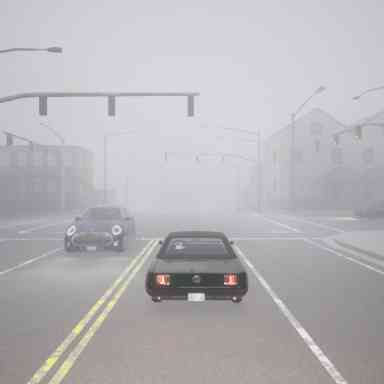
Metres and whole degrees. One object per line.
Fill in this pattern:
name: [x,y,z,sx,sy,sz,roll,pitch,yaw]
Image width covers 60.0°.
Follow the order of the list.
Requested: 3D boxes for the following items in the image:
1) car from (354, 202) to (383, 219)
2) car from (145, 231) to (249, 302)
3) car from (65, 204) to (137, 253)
car: [16.034,1.564,28.154,4.181,1.385,1.994,0,0,0]
car: [0.104,1.601,8.193,1.895,1.301,4.718,0,0,0]
car: [-3.549,1.353,13.654,2.097,1.767,4.553,0,0,-3]
